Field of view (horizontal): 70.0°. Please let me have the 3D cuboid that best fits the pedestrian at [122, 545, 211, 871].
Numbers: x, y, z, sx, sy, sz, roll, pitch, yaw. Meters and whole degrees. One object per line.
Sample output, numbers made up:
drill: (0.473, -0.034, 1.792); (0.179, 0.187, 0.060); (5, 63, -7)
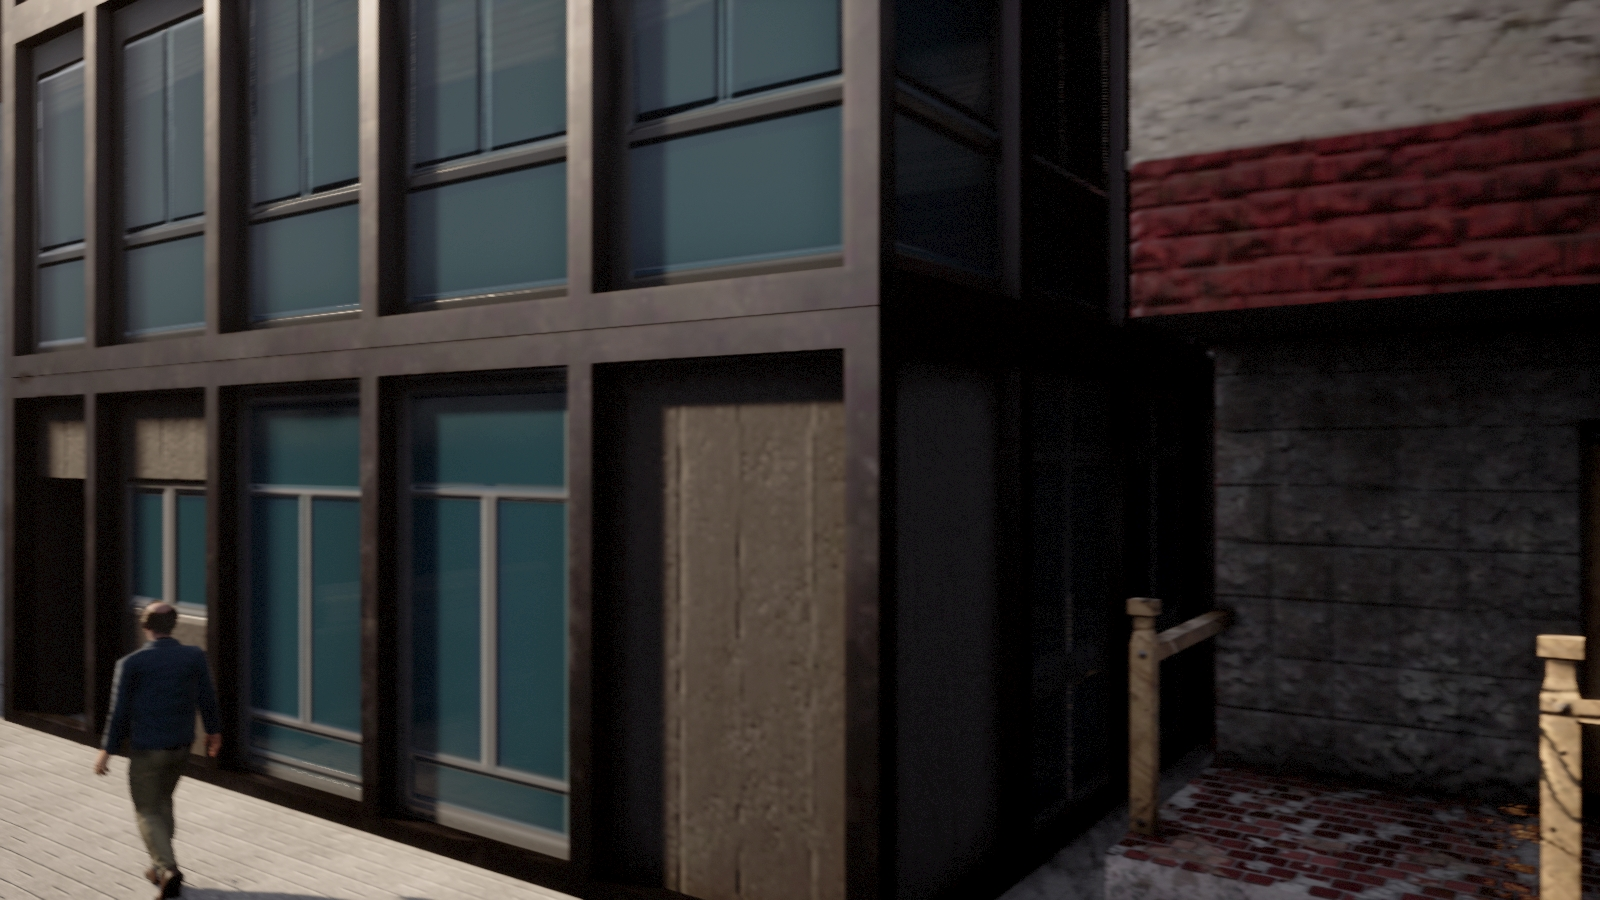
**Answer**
pedestrian: (-3.849, 1.530, 6.943); (0.375, 1.860, 0.375); (0, 0, 43)
